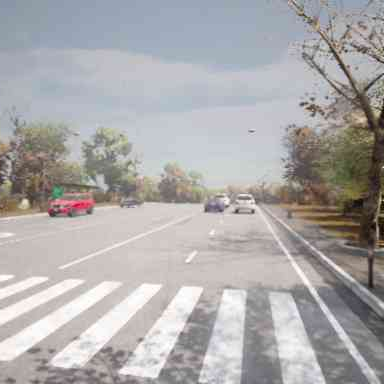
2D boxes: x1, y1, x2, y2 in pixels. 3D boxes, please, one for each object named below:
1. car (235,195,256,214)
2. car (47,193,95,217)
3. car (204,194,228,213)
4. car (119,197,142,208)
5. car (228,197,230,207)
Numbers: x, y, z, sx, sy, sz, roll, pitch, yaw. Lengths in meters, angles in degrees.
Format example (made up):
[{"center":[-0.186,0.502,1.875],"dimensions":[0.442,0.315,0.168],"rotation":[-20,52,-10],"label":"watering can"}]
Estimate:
[{"center":[6.050,1.344,37.958],"dimensions":[2.150,2.045,5.566],"rotation":[1,0,10],"label":"car"},{"center":[-10.979,1.160,30.604],"dimensions":[2.150,2.045,5.566],"rotation":[1,0,9],"label":"car"},{"center":[2.705,1.434,39.154],"dimensions":[2.097,1.767,4.553],"rotation":[1,0,10],"label":"car"},{"center":[-8.381,1.388,46.019],"dimensions":[1.812,1.442,4.674],"rotation":[1,0,9],"label":"car"},{"center":[4.315,1.308,49.246],"dimensions":[2.150,2.045,5.566],"rotation":[1,0,9],"label":"car"}]
